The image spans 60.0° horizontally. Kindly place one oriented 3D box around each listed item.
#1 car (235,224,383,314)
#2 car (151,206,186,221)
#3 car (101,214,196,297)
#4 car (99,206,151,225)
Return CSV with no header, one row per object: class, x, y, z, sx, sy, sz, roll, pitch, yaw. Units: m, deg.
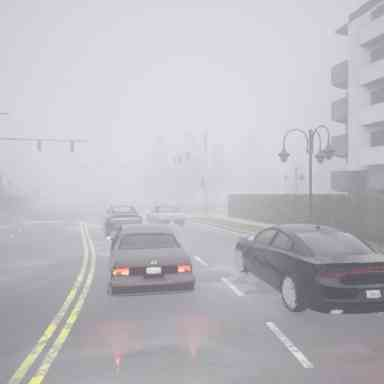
car,2.505,1.478,7.798,1.882,1.535,5.008,0,0,-10
car,-1.950,1.601,23.080,1.895,1.301,4.718,0,0,-18
car,-1.269,1.547,8.813,2.033,1.411,5.357,0,0,-12
car,-3.918,1.491,18.190,2.128,1.511,4.902,0,0,-19
